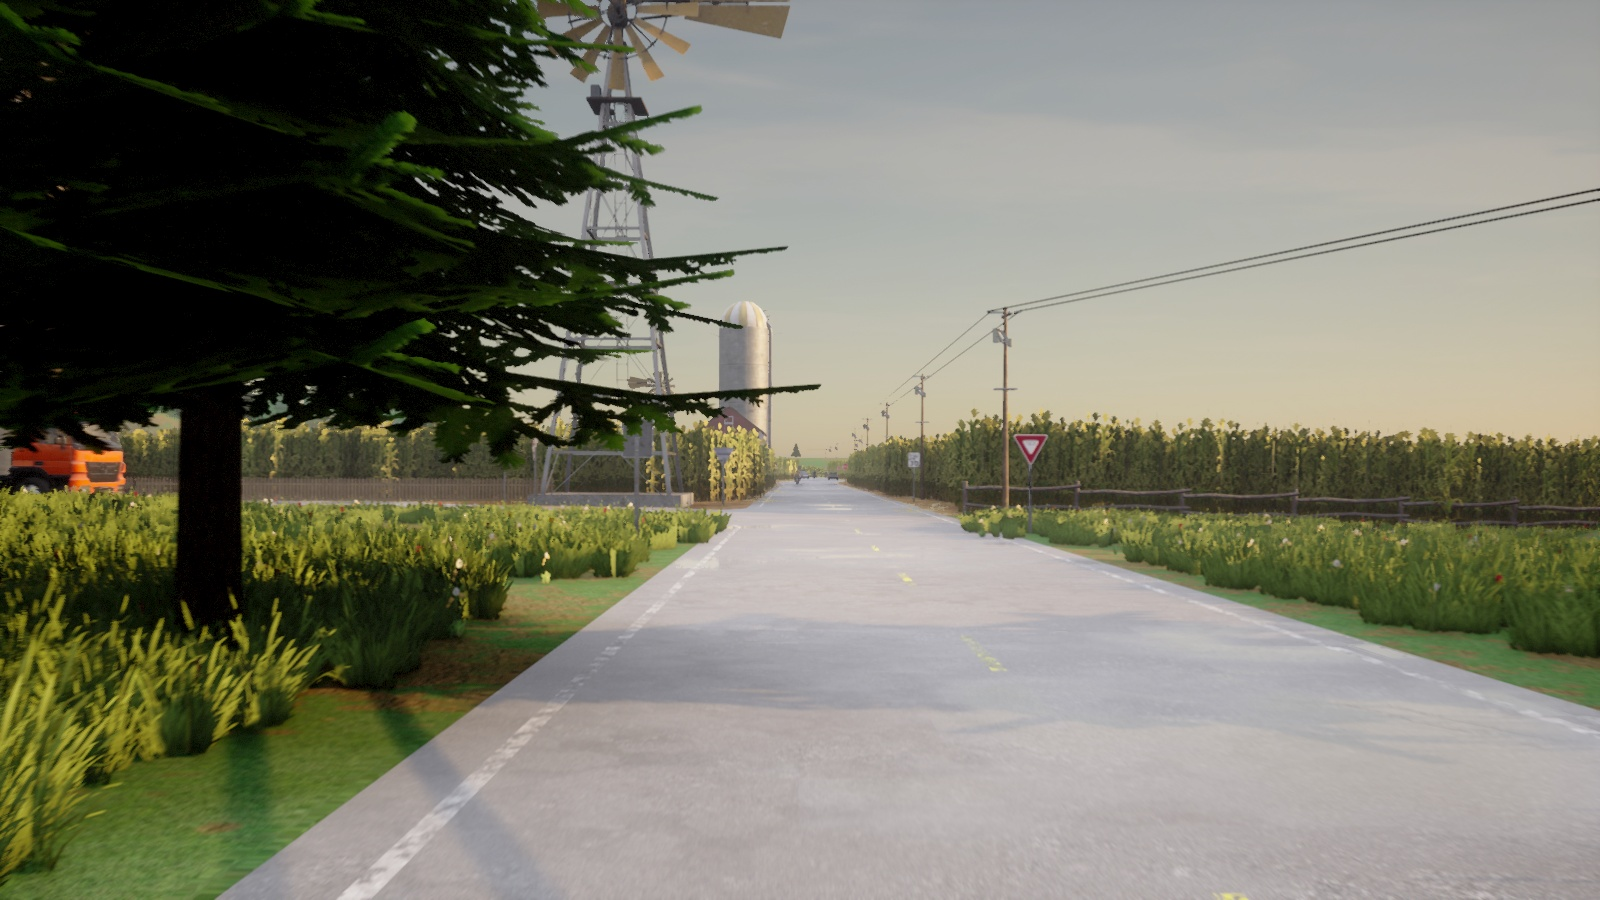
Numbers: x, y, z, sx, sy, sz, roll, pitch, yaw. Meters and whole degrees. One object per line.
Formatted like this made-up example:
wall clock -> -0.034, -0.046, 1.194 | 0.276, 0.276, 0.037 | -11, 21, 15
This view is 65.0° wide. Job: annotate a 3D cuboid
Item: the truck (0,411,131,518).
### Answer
truck -> -27.059, 0.502, 41.903 | 7.936, 3.462, 2.891 | 0, -1, 0
